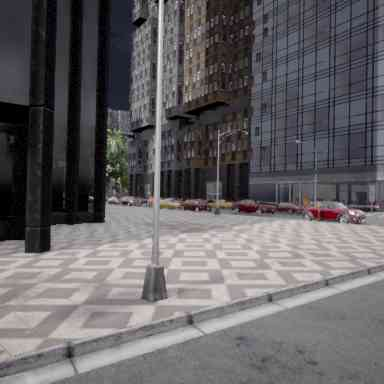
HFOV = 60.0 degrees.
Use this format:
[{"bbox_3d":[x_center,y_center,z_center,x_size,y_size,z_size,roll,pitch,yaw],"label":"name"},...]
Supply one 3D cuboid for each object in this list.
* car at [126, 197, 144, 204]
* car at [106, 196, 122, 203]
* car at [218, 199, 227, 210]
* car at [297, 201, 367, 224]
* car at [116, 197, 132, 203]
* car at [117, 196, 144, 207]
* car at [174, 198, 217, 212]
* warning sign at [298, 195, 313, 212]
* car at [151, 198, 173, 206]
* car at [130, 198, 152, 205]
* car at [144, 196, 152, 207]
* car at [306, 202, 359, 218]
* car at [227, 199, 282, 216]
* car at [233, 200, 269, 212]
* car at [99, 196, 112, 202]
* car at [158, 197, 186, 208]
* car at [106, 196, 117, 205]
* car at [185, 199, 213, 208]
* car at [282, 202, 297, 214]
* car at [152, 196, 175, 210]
[{"bbox_3d":[-11.772,1.742,68.349,1.947,1.339,4.313,2,-1,-35],"label":"car"},{"bbox_3d":[-18.232,1.701,77.429,1.752,1.417,4.829,2,-1,-35],"label":"car"},{"bbox_3d":[4.037,1.695,46.136,1.752,1.417,4.829,2,-1,-35],"label":"car"},{"bbox_3d":[9.900,1.371,23.203,1.967,1.590,4.097,2,-1,-36],"label":"car"},{"bbox_3d":[-14.953,1.742,72.819,1.947,1.339,4.313,2,-1,-35],"label":"car"},{"bbox_3d":[-9.173,1.390,50.004,1.967,1.590,4.097,2,-1,-35],"label":"car"},{"bbox_3d":[0.370,1.486,36.589,1.887,1.381,4.507,2,-1,-35],"label":"car"},{"bbox_3d":[12.855,1.339,37.739,1.300,1.860,1.060,2,-1,-35],"label":"warning sign"},{"bbox_3d":[-5.409,1.727,59.408,2.008,1.369,4.403,2,-1,-35],"label":"car"},{"bbox_3d":[-9.296,1.705,60.105,1.895,1.301,4.718,2,-1,-35],"label":"car"},{"bbox_3d":[-4.671,1.371,48.337,2.097,1.767,4.553,2,-1,-35],"label":"car"},{"bbox_3d":[13.678,1.726,32.585,1.947,1.339,4.313,2,-1,-35],"label":"car"},{"bbox_3d":[6.100,1.485,33.134,1.882,1.535,5.008,2,-1,-35],"label":"car"},{"bbox_3d":[7.316,1.732,41.526,1.947,1.339,4.313,2,-1,-35],"label":"car"},{"bbox_3d":[-21.316,1.757,81.760,1.802,1.307,4.206,2,-1,-35],"label":"car"},{"bbox_3d":[-3.210,1.594,51.630,2.128,1.511,4.902,2,-1,-35],"label":"car"},{"bbox_3d":[-12.358,1.533,54.473,1.802,1.307,4.206,2,-1,-35],"label":"car"},{"bbox_3d":[0.954,1.724,50.467,2.008,1.369,4.403,2,-1,-35],"label":"car"},{"bbox_3d":[10.497,1.745,37.055,1.802,1.307,4.206,2,-1,-35],"label":"car"},{"bbox_3d":[-2.713,1.470,40.922,1.752,1.417,4.829,2,-1,-35],"label":"car"}]
